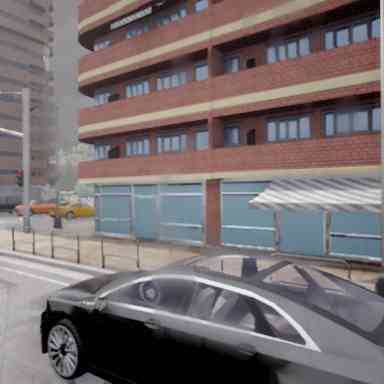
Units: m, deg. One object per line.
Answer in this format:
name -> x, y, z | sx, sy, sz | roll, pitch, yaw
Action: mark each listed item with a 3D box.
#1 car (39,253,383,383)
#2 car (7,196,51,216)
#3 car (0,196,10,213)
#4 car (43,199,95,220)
car -> 0.160, 1.503, 3.877 | 4.902, 1.511, 2.128 | 0, 0, 35
car -> -15.901, 1.547, 34.245 | 2.097, 1.767, 4.553 | 0, 0, 36
car -> -19.827, 1.437, 34.806 | 2.150, 2.045, 5.566 | 0, 0, 35
car -> -10.228, 1.629, 29.831 | 1.882, 1.535, 5.008 | 0, 0, 36
